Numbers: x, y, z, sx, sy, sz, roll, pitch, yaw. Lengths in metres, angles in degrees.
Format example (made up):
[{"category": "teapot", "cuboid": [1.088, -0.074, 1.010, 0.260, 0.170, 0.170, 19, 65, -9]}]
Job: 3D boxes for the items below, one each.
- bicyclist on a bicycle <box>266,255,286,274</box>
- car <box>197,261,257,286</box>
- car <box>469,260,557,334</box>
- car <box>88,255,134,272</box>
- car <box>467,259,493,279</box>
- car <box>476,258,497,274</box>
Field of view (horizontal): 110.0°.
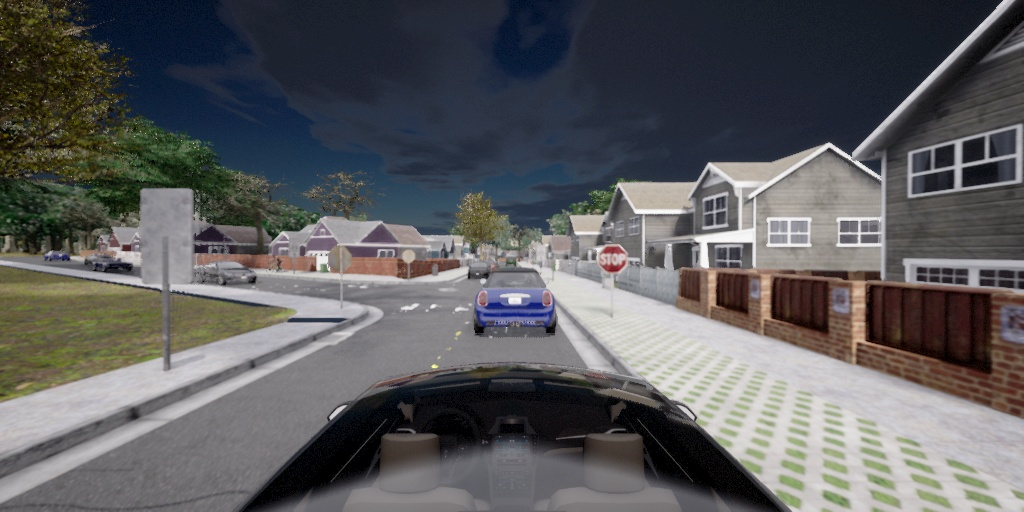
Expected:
[{"category": "bicyclist on a bicycle", "cuboid": [-20.418, 0.697, 31.002, 0.582, 1.620, 1.656, 1, 1, 29]}, {"category": "car", "cuboid": [-18.498, 1.047, 23.189, 4.674, 1.442, 1.812, 1, 1, 29]}, {"category": "car", "cuboid": [0.075, 1.106, 10.822, 2.097, 1.767, 4.553, 0, 0, 0]}, {"category": "car", "cuboid": [-38.268, 0.826, 34.361, 4.718, 1.301, 1.895, 1, 1, 30]}, {"category": "car", "cuboid": [-2.921, 1.257, 32.728, 1.882, 1.535, 5.008, 0, 0, 0]}, {"category": "car", "cuboid": [-2.945, 1.154, 42.525, 2.097, 1.767, 4.553, 0, 0, 0]}]
